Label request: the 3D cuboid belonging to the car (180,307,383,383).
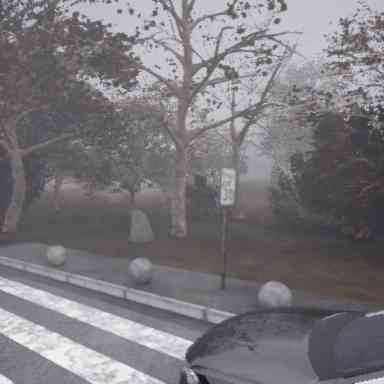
[{"bbox_3d":[2.105,1.496,2.060,4.902,1.511,2.128,0,0,36],"label":"car"}]
